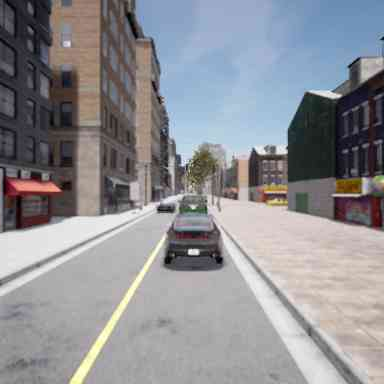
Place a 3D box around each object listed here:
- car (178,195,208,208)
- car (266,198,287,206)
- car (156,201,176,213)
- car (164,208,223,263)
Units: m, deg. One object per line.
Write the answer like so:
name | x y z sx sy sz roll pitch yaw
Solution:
car | 0.071 1.239 26.432 2.150 2.045 5.566 0 0 -1
car | 13.887 1.604 51.463 4.829 1.417 1.752 0 -1 0
car | -2.815 1.619 36.766 1.895 1.301 4.718 0 0 0
car | 0.063 1.513 11.919 1.837 1.490 4.892 0 -1 0
